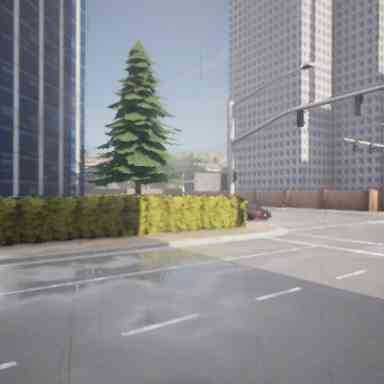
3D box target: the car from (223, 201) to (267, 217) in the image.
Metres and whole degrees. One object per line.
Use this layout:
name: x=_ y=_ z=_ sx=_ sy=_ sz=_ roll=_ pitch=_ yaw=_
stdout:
car: x=5.246 y=1.624 z=33.149 sx=1.994 sy=1.385 sz=4.181 roll=0 pitch=0 yaw=-35

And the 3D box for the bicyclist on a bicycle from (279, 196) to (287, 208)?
bicyclist on a bicycle: x=12.068 y=1.393 z=44.276 sx=1.656 sy=1.620 sz=0.582 roll=0 pitch=0 yaw=-35

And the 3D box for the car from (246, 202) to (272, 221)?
car: x=4.642 y=1.615 z=27.923 sx=1.994 sy=1.385 sz=4.181 roll=0 pitch=0 yaw=-35
